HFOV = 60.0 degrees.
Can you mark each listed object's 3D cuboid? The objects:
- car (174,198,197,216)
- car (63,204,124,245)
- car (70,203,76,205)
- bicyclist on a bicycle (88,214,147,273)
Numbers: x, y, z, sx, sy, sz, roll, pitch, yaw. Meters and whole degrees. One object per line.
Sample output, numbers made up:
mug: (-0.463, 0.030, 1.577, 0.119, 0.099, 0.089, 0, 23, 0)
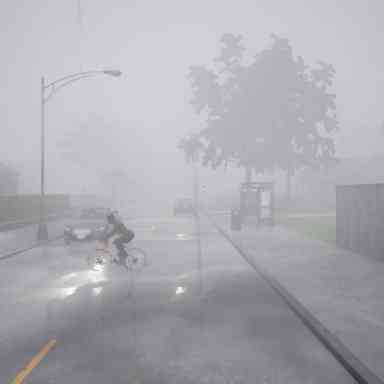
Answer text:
car: (-0.662, 1.352, 32.212, 2.097, 1.767, 4.553, 0, 0, -1)
car: (-4.440, 1.491, 15.621, 2.128, 1.511, 4.902, 0, 0, -1)
car: (-13.672, 1.356, 33.109, 5.357, 1.415, 2.033, 0, 0, 1)
bicyclist on a bicycle: (-2.089, 1.451, 9.286, 1.656, 1.620, 0.582, -1, 0, -1)
